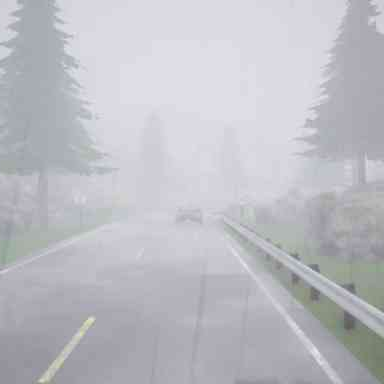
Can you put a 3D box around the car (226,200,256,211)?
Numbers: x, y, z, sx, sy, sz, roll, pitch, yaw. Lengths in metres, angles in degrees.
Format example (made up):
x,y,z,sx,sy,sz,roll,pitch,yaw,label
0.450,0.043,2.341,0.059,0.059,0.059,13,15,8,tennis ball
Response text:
x,y,z,sx,sy,sz,roll,pitch,yaw,label
5.864,1.590,37.882,4.674,1.442,1.812,0,0,-43,car

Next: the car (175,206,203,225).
x,y,z,sx,sy,sz,roll,pitch,yaw,label
-0.129,1.644,24.359,1.895,1.301,4.718,0,0,2,car
